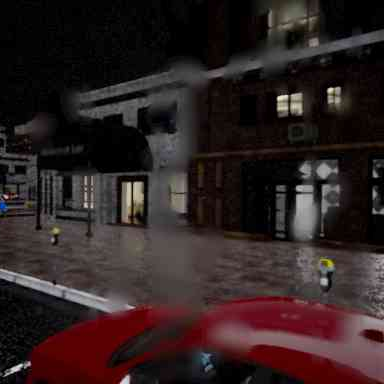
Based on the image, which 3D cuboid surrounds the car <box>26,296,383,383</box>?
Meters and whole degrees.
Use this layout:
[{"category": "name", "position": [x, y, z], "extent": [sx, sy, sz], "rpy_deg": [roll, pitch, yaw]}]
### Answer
[{"category": "car", "position": [0.514, 1.541, 2.502], "extent": [4.507, 1.381, 1.887], "rpy_deg": [0, 1, 36]}]

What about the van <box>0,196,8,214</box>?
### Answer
[{"category": "van", "position": [-19.846, 1.270, 31.735], "extent": [1.690, 1.788, 3.998], "rpy_deg": [1, 0, 35]}]

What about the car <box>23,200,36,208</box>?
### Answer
[{"category": "car", "position": [-20.446, 1.392, 45.465], "extent": [1.752, 1.417, 4.829], "rpy_deg": [1, 0, 35]}]
